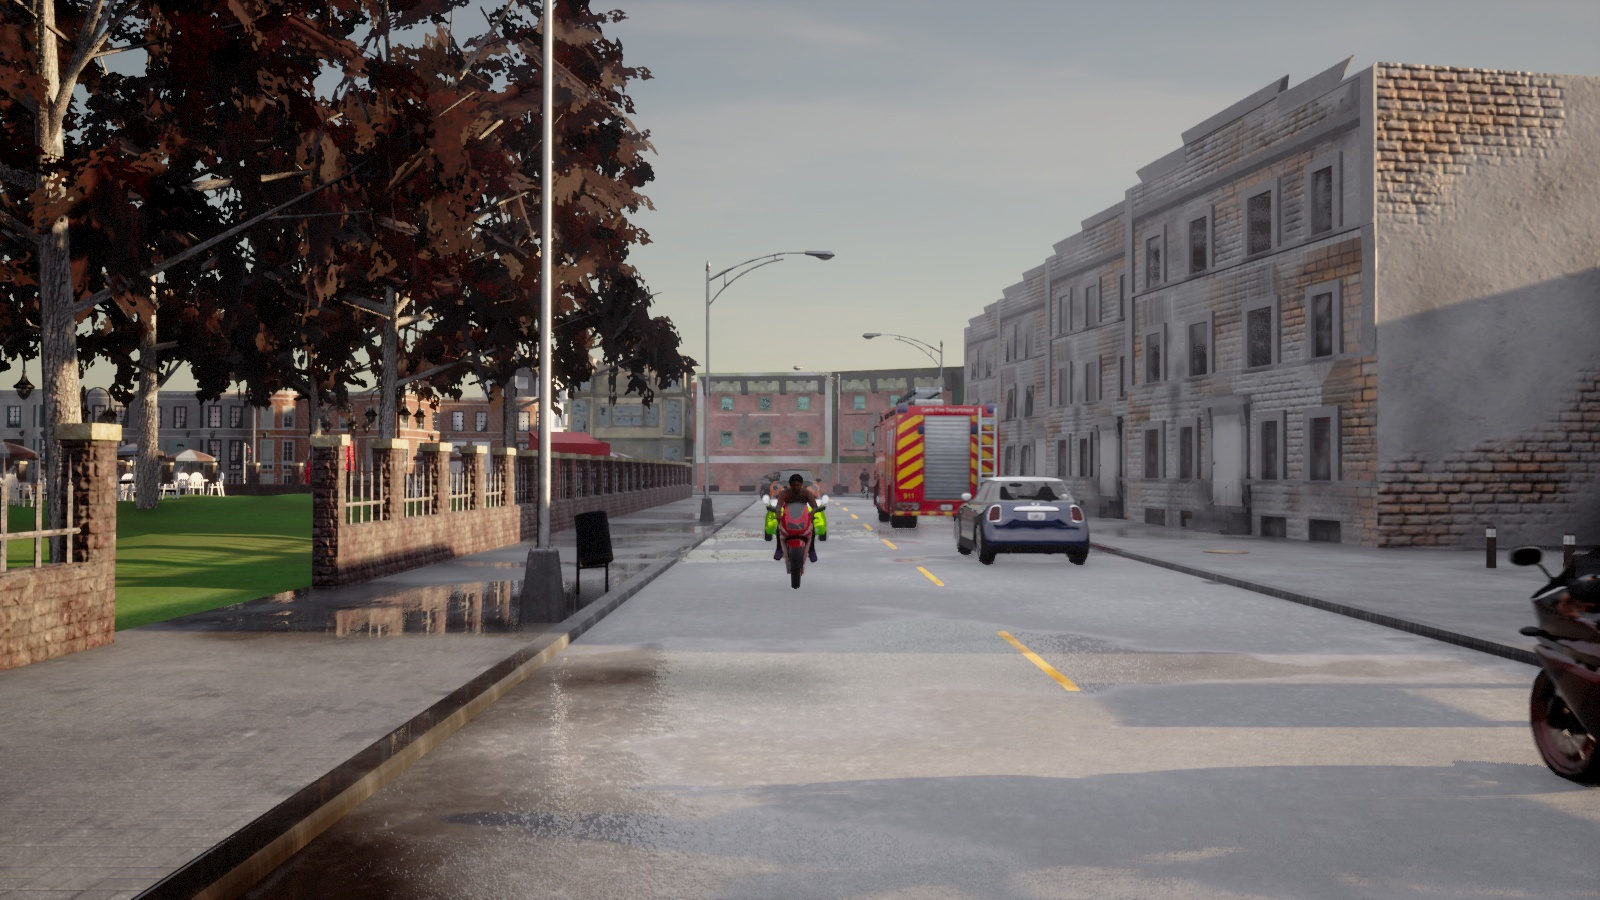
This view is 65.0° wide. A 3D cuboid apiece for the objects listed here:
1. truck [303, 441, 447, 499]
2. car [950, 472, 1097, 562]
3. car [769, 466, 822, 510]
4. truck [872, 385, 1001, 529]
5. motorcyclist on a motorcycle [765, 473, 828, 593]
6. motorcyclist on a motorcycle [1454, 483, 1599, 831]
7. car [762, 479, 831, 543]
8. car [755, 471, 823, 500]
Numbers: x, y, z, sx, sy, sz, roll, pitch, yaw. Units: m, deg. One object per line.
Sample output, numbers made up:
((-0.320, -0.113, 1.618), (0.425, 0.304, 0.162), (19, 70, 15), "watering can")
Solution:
((-26.336, 1.246, 78.091), (7.936, 3.462, 2.891), (0, -1, 0), "truck")
((3.936, 1.145, 22.732), (1.970, 1.475, 3.806), (0, -1, 0), "car")
((-0.181, 1.548, 52.200), (2.097, 1.767, 4.553), (0, -1, 0), "car")
((3.873, 0.265, 37.662), (2.891, 3.827, 8.468), (0, -1, 0), "truck")
((-0.047, 1.083, 17.076), (0.797, 1.523, 2.044), (0, -1, 0), "motorcyclist on a motorcycle")
((3.984, 0.929, 5.698), (0.866, 1.530, 2.191), (0, -1, 0), "motorcyclist on a motorcycle")
((-0.085, 1.345, 28.374), (1.481, 1.376, 2.207), (0, -1, 0), "car")
((-0.653, 1.921, 68.960), (2.007, 1.525, 4.514), (0, -1, -25), "car")
